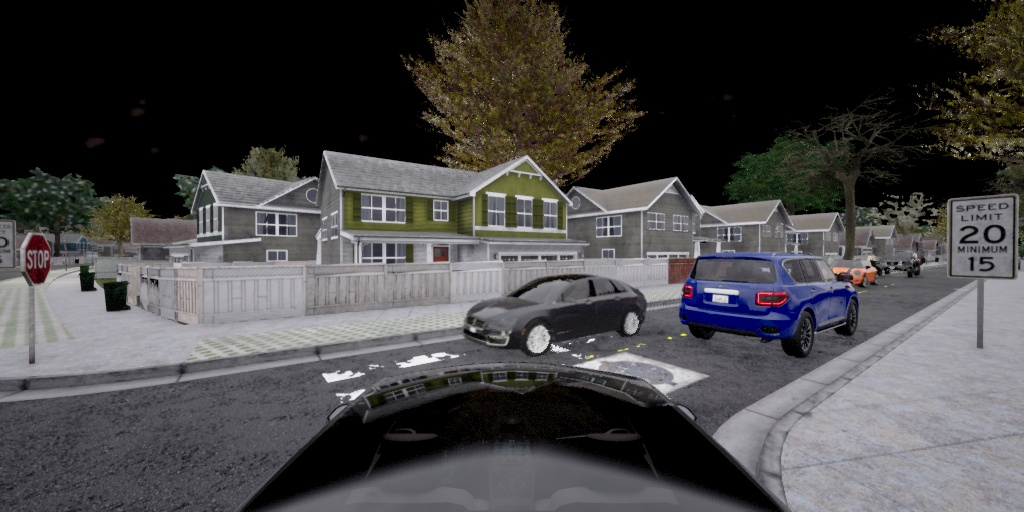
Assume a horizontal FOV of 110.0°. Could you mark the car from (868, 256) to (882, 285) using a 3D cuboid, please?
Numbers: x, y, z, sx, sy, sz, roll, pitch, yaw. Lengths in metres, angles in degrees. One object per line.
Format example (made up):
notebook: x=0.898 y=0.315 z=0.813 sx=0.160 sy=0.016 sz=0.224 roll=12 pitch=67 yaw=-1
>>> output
car: x=20.997 y=0.962 z=22.425 sx=4.553 sy=1.767 sz=2.097 roll=0 pitch=1 yaw=-36

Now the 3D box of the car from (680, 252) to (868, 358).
car: x=6.328 y=0.931 z=8.651 sx=5.566 sy=2.045 sz=2.150 roll=0 pitch=1 yaw=-35

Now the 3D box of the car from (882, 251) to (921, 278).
car: x=33.519 y=0.587 z=31.077 sx=5.566 sy=2.045 sz=2.150 roll=0 pitch=1 yaw=-35

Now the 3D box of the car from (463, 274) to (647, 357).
car: x=1.211 y=1.210 z=8.546 sx=4.892 sy=1.490 sz=1.837 roll=0 pitch=1 yaw=-35
